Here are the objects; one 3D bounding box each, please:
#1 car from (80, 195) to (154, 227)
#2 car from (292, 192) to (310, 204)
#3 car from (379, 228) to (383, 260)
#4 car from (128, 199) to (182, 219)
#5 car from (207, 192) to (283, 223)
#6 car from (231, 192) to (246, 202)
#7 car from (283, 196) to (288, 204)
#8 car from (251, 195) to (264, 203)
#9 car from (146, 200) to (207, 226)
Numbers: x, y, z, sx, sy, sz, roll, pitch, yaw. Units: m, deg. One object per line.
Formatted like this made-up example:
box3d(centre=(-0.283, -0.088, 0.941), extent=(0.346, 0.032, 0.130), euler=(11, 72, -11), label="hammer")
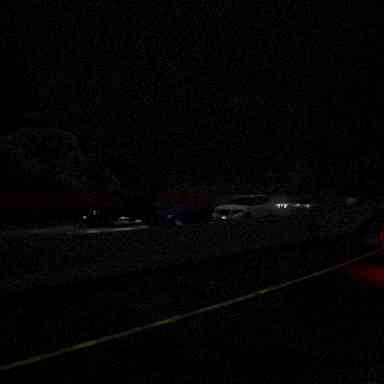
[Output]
box3d(centre=(-4.906, 1.236, 23.173), extent=(2.150, 2.045, 5.566), euler=(0, 0, 44), label="car")
box3d(centre=(19.784, 1.093, 60.543), extent=(2.150, 2.045, 5.566), euler=(0, 0, 6), label="car")
box3d(centre=(7.908, 1.432, 11.183), extent=(1.882, 1.535, 5.008), euler=(0, 0, 45), label="car")
box3d(centre=(-3.276, 1.480, 30.321), extent=(1.882, 1.535, 5.008), euler=(0, 0, 38), label="car")
box3d(centre=(3.669, 1.192, 22.243), extent=(2.150, 2.045, 5.566), euler=(0, 0, 40), label="car")
box3d(centre=(9.596, 0.956, 69.472), extent=(2.150, 2.045, 5.566), euler=(0, 0, -3), label="car")
box3d(centre=(16.208, 1.446, 60.525), extent=(1.994, 1.385, 4.181), euler=(0, 0, 6), label="car")
box3d(centre=(13.378, 1.409, 68.324), extent=(1.837, 1.490, 4.892), euler=(0, 0, 3), label="car")
box3d(centre=(-0.479, 1.469, 22.872), extent=(1.882, 1.535, 5.008), euler=(0, 0, 42), label="car")
